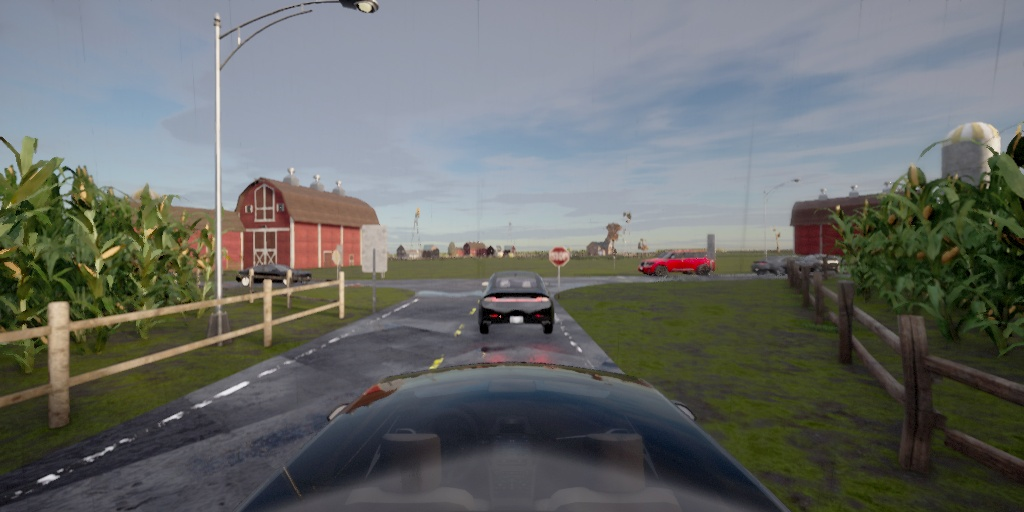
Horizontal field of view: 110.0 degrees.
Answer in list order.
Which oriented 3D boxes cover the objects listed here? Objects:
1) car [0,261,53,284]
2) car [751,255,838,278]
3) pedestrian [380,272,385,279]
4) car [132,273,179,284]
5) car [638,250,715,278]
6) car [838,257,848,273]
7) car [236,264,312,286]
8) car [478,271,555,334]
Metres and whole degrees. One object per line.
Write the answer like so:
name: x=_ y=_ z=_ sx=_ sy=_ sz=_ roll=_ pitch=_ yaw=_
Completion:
car: x=-45.989 y=1.520 z=33.296 sx=5.566 sy=2.045 sz=2.150 roll=-1 pitch=0 yaw=15
car: x=19.666 y=0.720 z=25.459 sx=4.902 sy=1.511 sz=2.128 roll=-1 pitch=0 yaw=-5
pedestrian: x=-11.180 y=1.044 z=30.985 sx=0.375 sy=1.860 sz=0.375 roll=0 pitch=1 yaw=4
car: x=-27.099 y=1.545 z=26.723 sx=5.357 sy=1.411 sz=2.033 roll=-1 pitch=0 yaw=8
car: x=12.774 y=0.576 z=27.930 sx=5.566 sy=2.045 sz=2.150 roll=-1 pitch=0 yaw=-3
car: x=24.322 y=0.651 z=28.905 sx=4.892 sy=1.490 sz=1.837 roll=-1 pitch=0 yaw=-7
car: x=-16.866 y=1.312 z=25.555 sx=5.008 sy=1.535 sz=1.882 roll=-1 pitch=0 yaw=5
car: x=0.105 y=1.184 z=10.381 sx=2.128 sy=1.511 sz=4.902 roll=0 pitch=0 yaw=0
